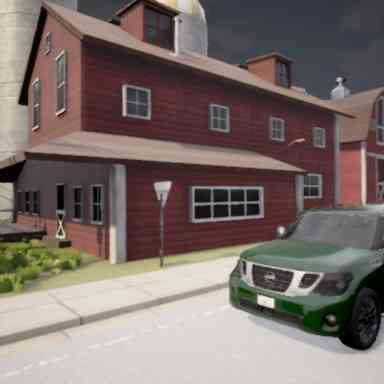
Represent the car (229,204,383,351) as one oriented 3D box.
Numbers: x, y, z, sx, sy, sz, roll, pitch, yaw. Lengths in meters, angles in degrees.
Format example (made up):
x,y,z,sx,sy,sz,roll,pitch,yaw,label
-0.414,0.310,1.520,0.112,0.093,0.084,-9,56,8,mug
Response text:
x,y,z,sx,sy,sz,roll,pitch,yaw,label
3.234,1.289,6.741,5.566,2.045,2.150,0,-1,-39,car
